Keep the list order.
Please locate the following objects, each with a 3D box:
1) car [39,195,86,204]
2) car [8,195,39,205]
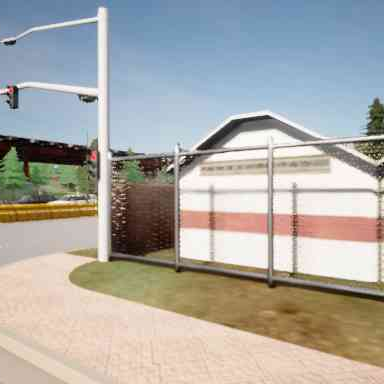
[{"bbox_3d":[-12.737,1.304,35.323,2.150,2.045,5.566,0,0,34],"label":"car"},{"bbox_3d":[-18.648,1.323,39.081,2.150,2.045,5.566,0,0,34],"label":"car"}]
